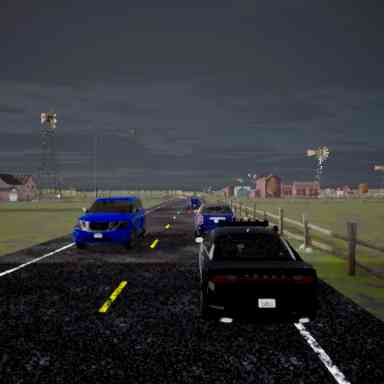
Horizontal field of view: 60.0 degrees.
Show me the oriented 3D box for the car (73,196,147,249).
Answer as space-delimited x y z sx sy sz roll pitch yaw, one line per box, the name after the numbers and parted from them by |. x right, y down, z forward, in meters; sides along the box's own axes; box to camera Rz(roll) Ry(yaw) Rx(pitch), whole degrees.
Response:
-3.383 1.221 14.823 2.150 2.045 5.566 0 0 0 | car

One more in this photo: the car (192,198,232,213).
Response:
1.184 1.354 17.316 2.097 1.767 4.553 0 0 0 | car

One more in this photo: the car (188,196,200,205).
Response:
0.450 1.563 61.964 2.128 1.511 4.902 0 0 0 | car

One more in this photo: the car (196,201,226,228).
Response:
1.229 1.463 23.535 1.801 1.575 5.366 0 0 0 | car

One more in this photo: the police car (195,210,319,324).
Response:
1.116 1.425 7.455 1.930 1.638 5.238 0 0 0 | police car

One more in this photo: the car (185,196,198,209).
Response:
0.376 1.562 45.311 1.812 1.442 4.674 0 0 1 | car
